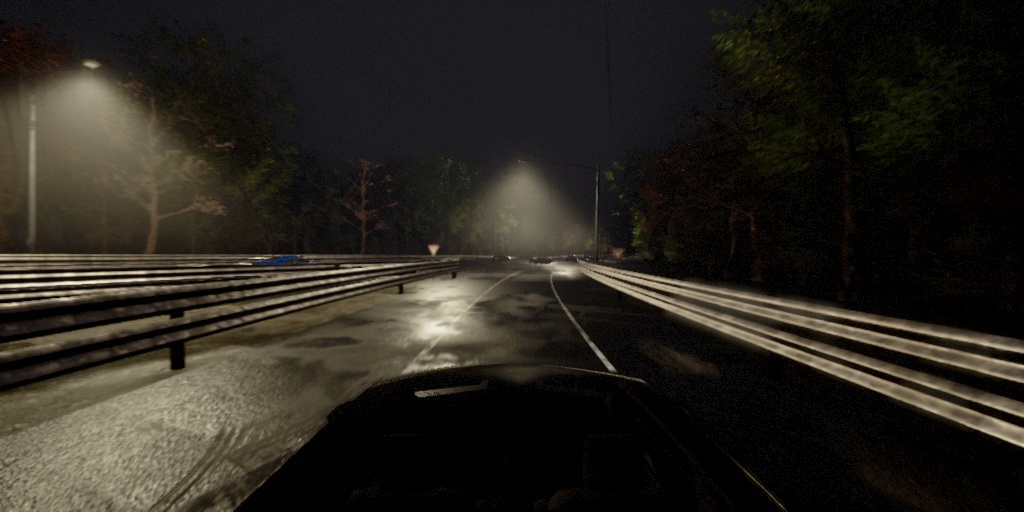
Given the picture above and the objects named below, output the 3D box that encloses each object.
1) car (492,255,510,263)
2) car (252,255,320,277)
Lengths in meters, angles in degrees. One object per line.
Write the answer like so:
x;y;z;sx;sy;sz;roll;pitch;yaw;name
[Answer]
-2.015;0.552;64.973;1.837;1.490;4.892;2;1;23;car
-15.244;0.724;24.955;1.882;1.535;5.008;2;1;23;car
